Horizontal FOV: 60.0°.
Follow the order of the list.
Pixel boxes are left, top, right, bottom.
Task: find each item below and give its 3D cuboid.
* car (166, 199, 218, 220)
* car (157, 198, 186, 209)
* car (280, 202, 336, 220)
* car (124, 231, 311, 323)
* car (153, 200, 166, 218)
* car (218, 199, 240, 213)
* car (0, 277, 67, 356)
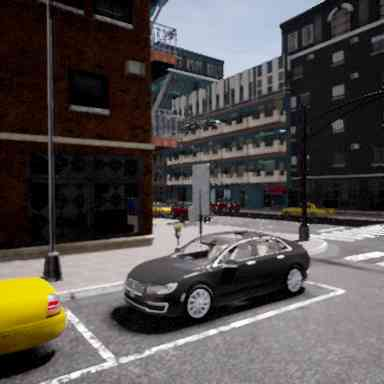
[{"bbox_3d":[-0.072,1.569,28.104,1.967,1.590,4.097,-1,1,-36],"label":"car"},{"bbox_3d":[-2.960,1.607,46.475,2.008,1.369,4.403,-1,1,-36],"label":"car"},{"bbox_3d":[9.865,1.524,28.641,1.752,1.417,4.829,-1,1,-36],"label":"car"},{"bbox_3d":[0.729,1.555,7.105,4.403,1.369,2.008,0,-1,-36],"label":"car"},{"bbox_3d":[-3.202,1.668,32.459,1.752,1.417,4.829,-1,1,-36],"label":"car"},{"bbox_3d":[3.501,1.466,37.488,1.967,1.590,4.097,-1,1,-36],"label":"car"},{"bbox_3d":[-4.013,1.525,3.706,4.829,1.417,1.752,0,-1,-36],"label":"car"}]
